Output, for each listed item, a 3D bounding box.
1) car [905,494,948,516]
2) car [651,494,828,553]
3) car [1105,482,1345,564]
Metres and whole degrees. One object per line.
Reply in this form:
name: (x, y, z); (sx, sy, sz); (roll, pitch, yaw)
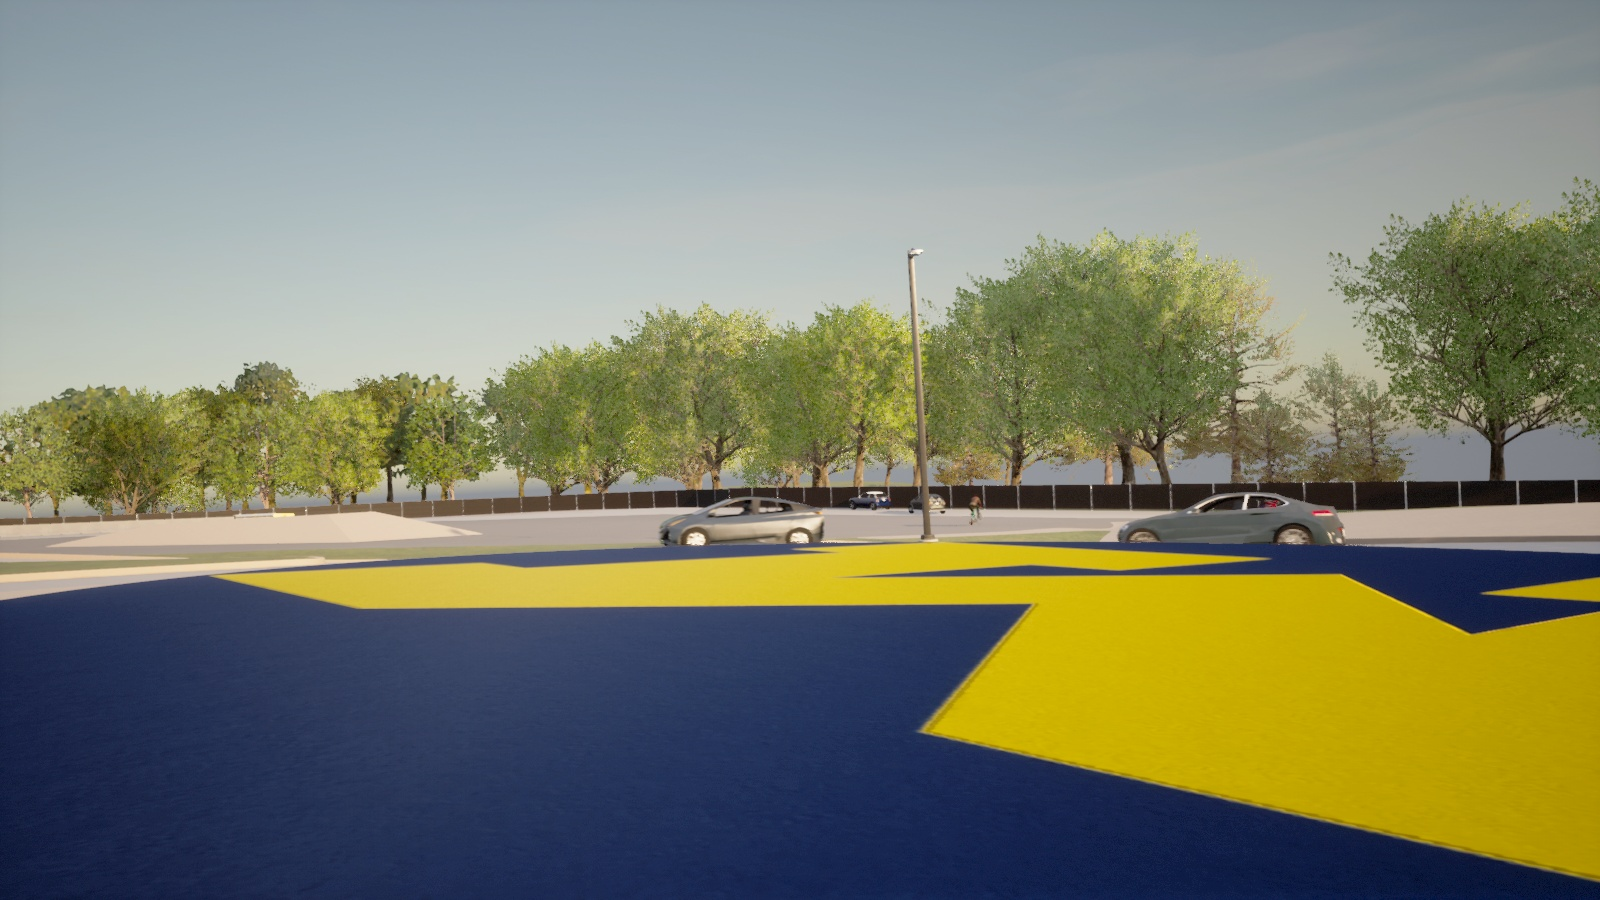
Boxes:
car: (9.728, 4.227, 96.965); (1.789, 1.549, 3.705); (-2, 0, -20)
car: (-1.691, 1.988, 34.261); (4.514, 1.525, 2.007); (1, -2, -13)
car: (9.912, 1.770, 29.341); (5.027, 1.651, 2.152); (-3, -8, 26)
